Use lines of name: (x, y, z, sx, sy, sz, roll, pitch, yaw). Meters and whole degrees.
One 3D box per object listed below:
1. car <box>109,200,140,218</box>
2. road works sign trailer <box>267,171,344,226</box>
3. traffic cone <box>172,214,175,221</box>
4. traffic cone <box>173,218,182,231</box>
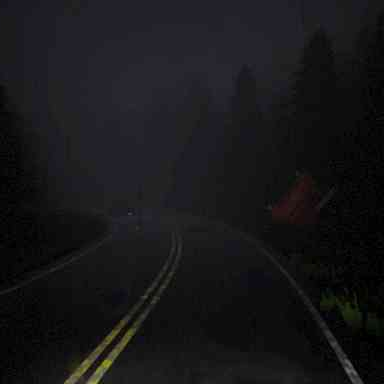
car: (-6.222, 1.469, 29.929, 2.033, 1.411, 5.357, -2, 1, -24)
road works sign trailer: (4.987, 0.867, 13.508, 2.880, 2.380, 3.560, 39, 8, 6)
traffic cone: (-0.903, 1.811, 20.083, 0.340, 0.580, 0.340, -1, 1, -5)
traffic cone: (-0.717, 1.830, 18.093, 0.340, 0.580, 0.340, -1, 1, -5)
